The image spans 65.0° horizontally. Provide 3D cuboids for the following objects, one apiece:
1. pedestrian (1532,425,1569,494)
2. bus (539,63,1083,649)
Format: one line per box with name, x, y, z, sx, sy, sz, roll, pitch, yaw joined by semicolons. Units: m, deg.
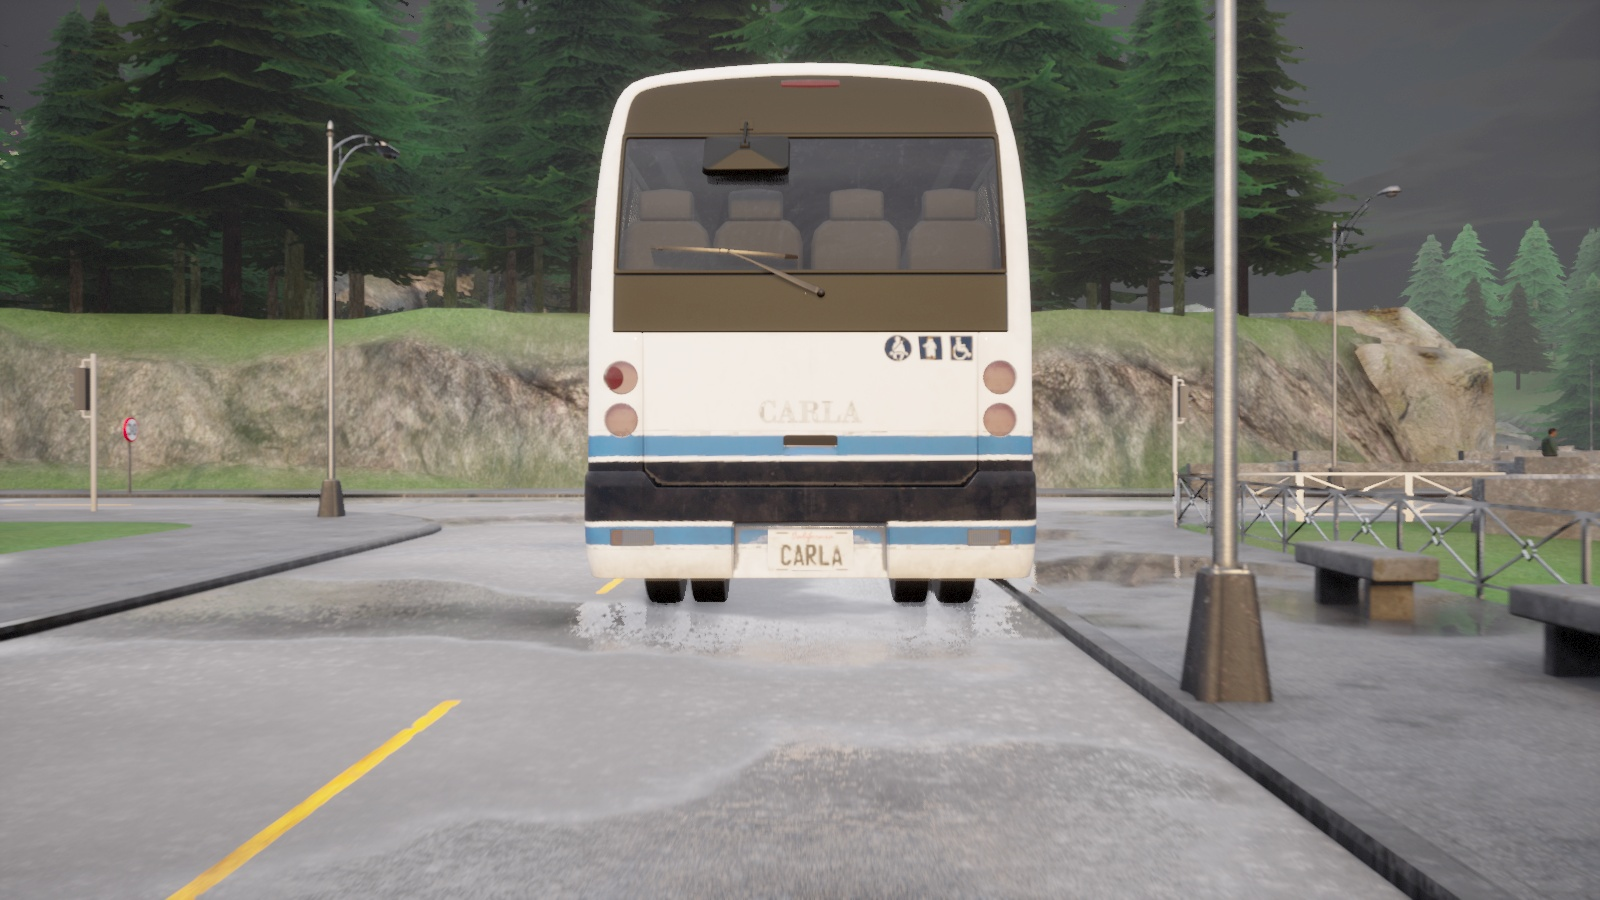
pedestrian;21.387;0.272;35.790;0.788;1.949;0.423;0;0;1
bus;0.103;-0.710;14.252;3.944;4.253;10.273;0;0;0
